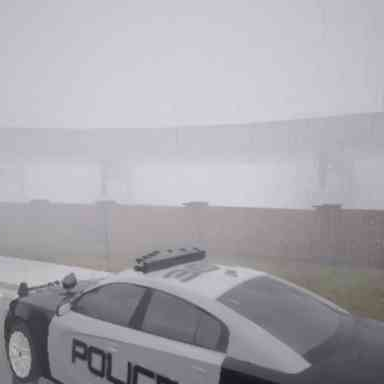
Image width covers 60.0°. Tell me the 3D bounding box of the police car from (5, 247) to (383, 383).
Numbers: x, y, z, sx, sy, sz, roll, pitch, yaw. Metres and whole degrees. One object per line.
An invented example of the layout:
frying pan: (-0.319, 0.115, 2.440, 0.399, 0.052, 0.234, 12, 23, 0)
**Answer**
police car: (-0.360, 1.517, 3.948, 5.238, 1.638, 1.930, -1, -2, 36)
